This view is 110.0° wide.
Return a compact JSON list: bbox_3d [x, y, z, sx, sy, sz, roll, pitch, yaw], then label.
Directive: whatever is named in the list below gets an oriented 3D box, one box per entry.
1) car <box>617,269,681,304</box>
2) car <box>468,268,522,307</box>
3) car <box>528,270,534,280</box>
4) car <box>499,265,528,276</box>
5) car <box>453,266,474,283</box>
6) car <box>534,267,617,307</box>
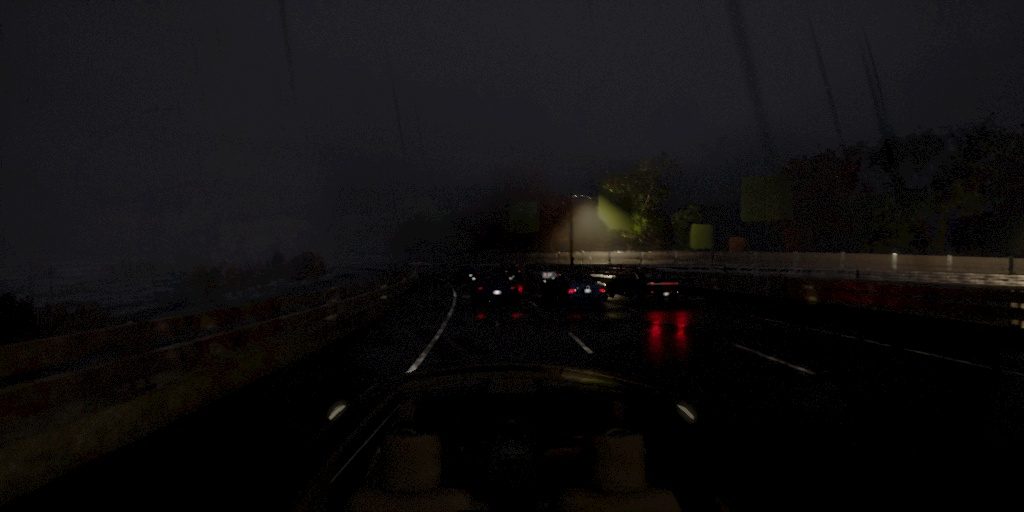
[{"bbox_3d":[6.071,1.382,17.241,2.128,1.511,4.902,0,0,-8],"label":"car"},{"bbox_3d":[-0.872,1.451,16.371,1.994,1.385,4.181,0,0,-8],"label":"car"},{"bbox_3d":[2.884,1.639,32.964,1.895,1.301,4.718,0,-1,-16],"label":"car"},{"bbox_3d":[-0.545,1.527,32.214,2.128,1.511,4.902,0,0,-16],"label":"car"},{"bbox_3d":[-3.915,1.592,31.269,1.994,1.385,4.181,0,-1,-16],"label":"car"},{"bbox_3d":[2.644,1.433,16.495,2.033,1.411,5.357,0,-1,-7],"label":"car"}]
